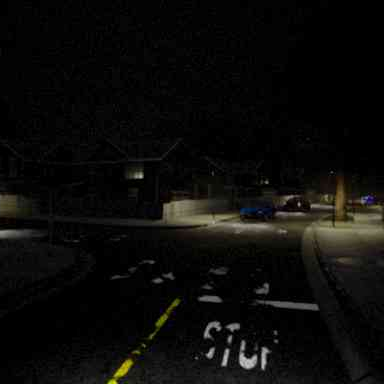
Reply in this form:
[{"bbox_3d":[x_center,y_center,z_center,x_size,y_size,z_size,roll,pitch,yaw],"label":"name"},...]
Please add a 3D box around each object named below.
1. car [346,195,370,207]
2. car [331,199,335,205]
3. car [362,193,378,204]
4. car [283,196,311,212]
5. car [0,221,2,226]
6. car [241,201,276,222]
[{"bbox_3d":[25.833,1.549,51.863,1.895,1.301,4.718,0,0,37],"label":"car"},{"bbox_3d":[24.234,1.538,54.331,1.895,1.301,4.718,0,0,38],"label":"car"},{"bbox_3d":[31.900,1.149,59.810,2.150,2.045,5.566,0,0,37],"label":"car"},{"bbox_3d":[11.958,1.316,37.900,2.097,1.767,4.553,0,0,34],"label":"car"},{"bbox_3d":[-12.818,1.268,17.951,5.357,1.411,2.033,1,0,24],"label":"car"},{"bbox_3d":[5.364,1.448,26.440,1.882,1.535,5.008,0,1,26],"label":"car"}]
